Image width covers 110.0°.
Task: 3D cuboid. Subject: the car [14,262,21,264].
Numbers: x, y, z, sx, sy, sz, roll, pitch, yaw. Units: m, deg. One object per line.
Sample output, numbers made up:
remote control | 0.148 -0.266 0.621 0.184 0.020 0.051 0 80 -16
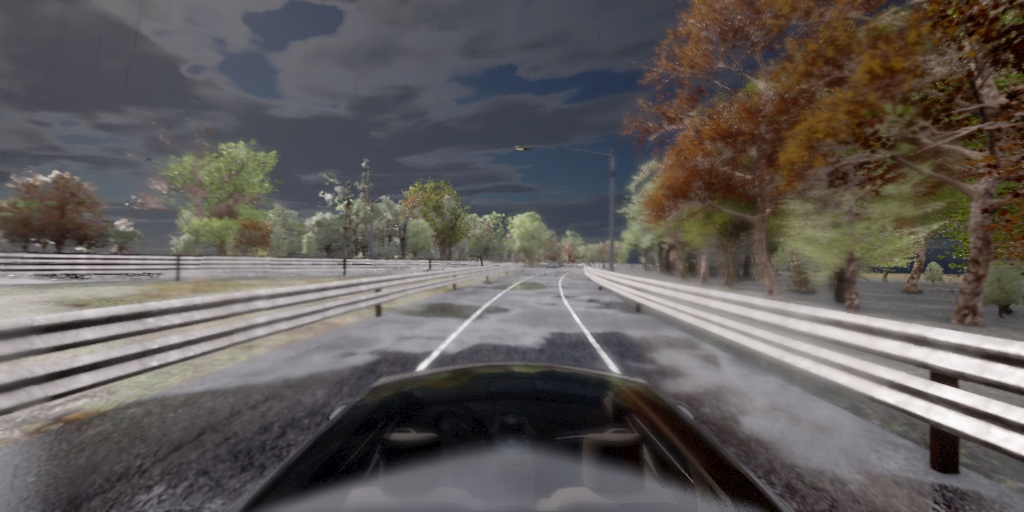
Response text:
car | -29.297 0.605 24.063 1.895 1.301 4.718 0 -1 28

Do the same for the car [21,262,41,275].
car | -26.223 0.512 22.410 1.837 1.490 4.892 0 -1 27

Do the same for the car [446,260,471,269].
car | -9.324 1.530 62.849 1.837 1.490 4.892 0 -1 27

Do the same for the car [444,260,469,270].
car | -8.936 1.460 55.901 1.994 1.385 4.181 0 -1 27

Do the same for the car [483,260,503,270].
car | -3.115 1.390 59.607 2.097 1.767 4.553 0 -1 27

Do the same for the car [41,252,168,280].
car | -23.118 0.548 20.791 1.812 1.442 4.674 0 -1 27

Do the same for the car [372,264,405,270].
car | -16.611 1.152 48.610 2.128 1.511 4.902 0 -1 27
